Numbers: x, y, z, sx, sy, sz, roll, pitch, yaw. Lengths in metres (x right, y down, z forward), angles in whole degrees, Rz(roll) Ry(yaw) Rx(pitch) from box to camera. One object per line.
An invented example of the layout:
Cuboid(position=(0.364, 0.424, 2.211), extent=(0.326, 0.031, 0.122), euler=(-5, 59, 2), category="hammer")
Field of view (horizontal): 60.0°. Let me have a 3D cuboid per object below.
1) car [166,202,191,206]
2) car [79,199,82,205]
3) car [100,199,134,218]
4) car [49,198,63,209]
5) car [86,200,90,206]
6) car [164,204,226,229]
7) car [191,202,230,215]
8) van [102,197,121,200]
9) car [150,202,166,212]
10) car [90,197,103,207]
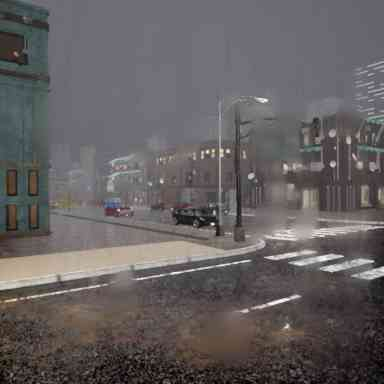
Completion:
Cuboid(position=(-0.962, 1.904, 40.366), extent=(1.802, 1.307, 4.206), euler=(-2, 0, -35), category="car")
Cuboid(position=(-26.548, 2.364, 76.507), extent=(1.947, 1.339, 4.313), euler=(-1, 0, -35), category="car")
Cuboid(position=(-7.804, 1.846, 35.521), extent=(1.967, 1.590, 4.097), euler=(-1, 0, -35), category="car")
Cuboid(position=(-23.694, 2.233, 57.971), extent=(1.752, 1.417, 4.829), euler=(-1, 0, -35), category="car")
Cuboid(position=(-20.152, 2.227, 67.471), extent=(1.887, 1.381, 4.507), euler=(-1, 0, -35), category="car")
Cuboid(position=(0.118, 1.814, 24.125), extent=(1.947, 1.339, 4.313), euler=(-1, 0, -35), category="car")
Cuboid(position=(2.235, 1.809, 35.847), extent=(2.008, 1.369, 4.403), euler=(-2, 0, -35), category="car")
Cuboid(position=(-13.760, 1.907, 58.435), extent=(1.690, 1.788, 3.998), euler=(-1, 0, -35), category="van")
Cuboid(position=(-4.160, 1.966, 44.883), extent=(1.802, 1.307, 4.206), euler=(-1, 0, -35), category="car")
Cuboid(position=(-16.959, 1.940, 62.953), extent=(2.192, 1.841, 5.009), euler=(-1, 0, -35), category="car")
